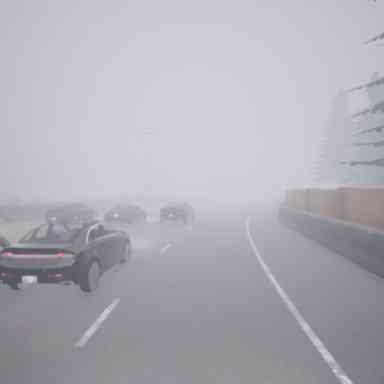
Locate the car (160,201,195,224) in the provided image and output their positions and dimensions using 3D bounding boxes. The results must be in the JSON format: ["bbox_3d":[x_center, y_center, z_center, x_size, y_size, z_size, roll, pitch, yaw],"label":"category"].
[{"bbox_3d":[-0.993,1.436,24.844,1.882,1.535,5.008,0,0,10],"label":"car"}]

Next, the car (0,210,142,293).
[{"bbox_3d":[-2.983,1.469,8.837,2.128,1.511,4.902,0,0,3],"label":"car"}]

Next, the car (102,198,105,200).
[{"bbox_3d":[-16.850,1.441,68.997,1.895,1.301,4.718,0,0,23],"label":"car"}]

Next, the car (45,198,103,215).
[{"bbox_3d":[-8.341,1.445,23.421,1.837,1.490,4.892,0,0,9],"label":"car"}]

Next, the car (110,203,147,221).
[{"bbox_3d":[-4.689,1.514,23.982,1.994,1.385,4.181,0,0,9],"label":"car"}]

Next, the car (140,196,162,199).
[{"bbox_3d":[-7.286,1.426,64.648,2.033,1.411,5.357,0,0,24],"label":"car"}]

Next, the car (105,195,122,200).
[{"bbox_3d":[-14.350,1.368,65.959,2.128,1.511,4.902,0,0,23],"label":"car"}]

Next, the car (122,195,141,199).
[{"bbox_3d":[-11.042,1.371,64.794,1.837,1.490,4.892,0,0,23],"label":"car"}]
